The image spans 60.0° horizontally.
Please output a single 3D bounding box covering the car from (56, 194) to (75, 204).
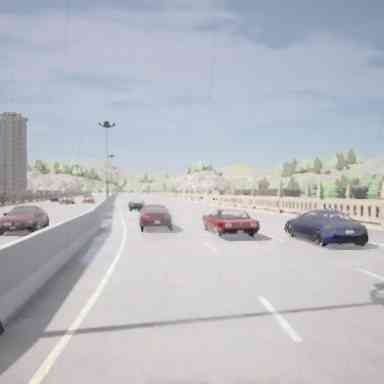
[{"bbox_3d":[-21.806,1.217,58.084,2.097,1.767,4.553,0,0,-12],"label":"car"}]

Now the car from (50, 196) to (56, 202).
[{"bbox_3d":[-27.575,1.446,67.680,1.895,1.301,4.718,0,0,-13],"label":"car"}]

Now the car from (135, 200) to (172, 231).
[{"bbox_3d":[-2.304,1.459,20.232,1.812,1.442,4.674,0,0,-11],"label":"car"}]

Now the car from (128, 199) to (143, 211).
[{"bbox_3d":[-6.401,1.482,38.591,1.895,1.301,4.718,0,0,-13],"label":"car"}]

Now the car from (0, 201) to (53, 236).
[{"bbox_3d":[-9.264,1.491,18.610,1.812,1.442,4.674,0,0,-11],"label":"car"}]

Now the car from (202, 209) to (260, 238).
[{"bbox_3d":[1.831,1.530,17.338,1.895,1.301,4.718,0,0,-10],"label":"car"}]

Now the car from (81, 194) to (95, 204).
[{"bbox_3d":[-18.616,1.199,59.860,2.097,1.767,4.553,0,0,-12],"label":"car"}]

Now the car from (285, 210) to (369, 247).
[{"bbox_3d":[5.745,1.489,14.701,1.994,1.385,4.181,0,0,-8],"label":"car"}]
